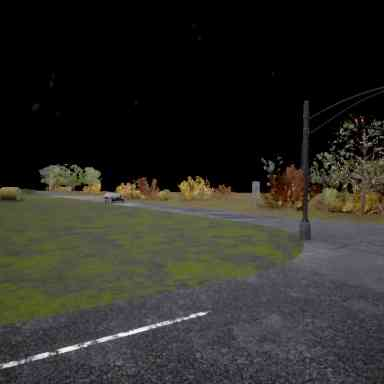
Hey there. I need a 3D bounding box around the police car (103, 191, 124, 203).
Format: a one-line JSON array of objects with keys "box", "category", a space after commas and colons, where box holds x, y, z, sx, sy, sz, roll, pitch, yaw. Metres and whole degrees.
[{"box": [-11.718, 0.743, 49.673, 1.930, 1.638, 5.238, 1, 0, -32], "category": "police car"}]
